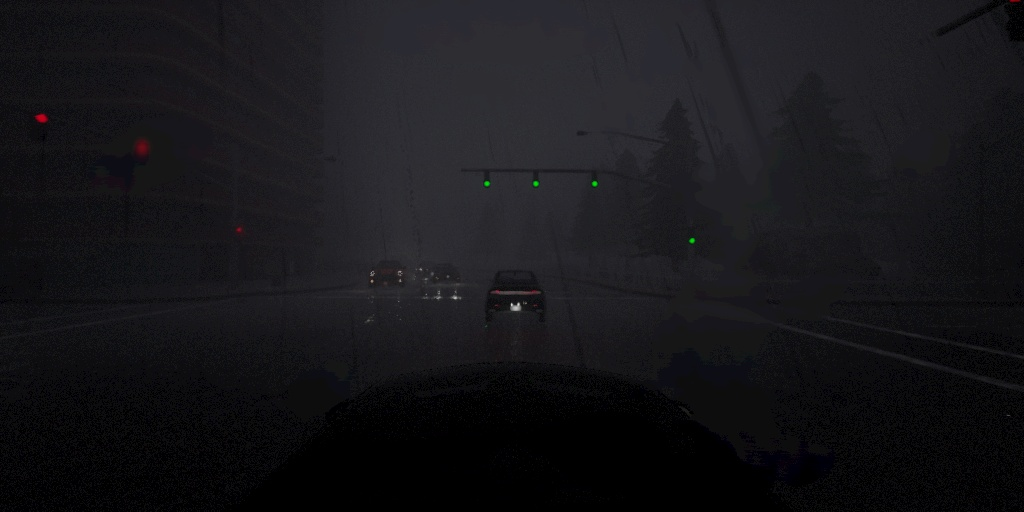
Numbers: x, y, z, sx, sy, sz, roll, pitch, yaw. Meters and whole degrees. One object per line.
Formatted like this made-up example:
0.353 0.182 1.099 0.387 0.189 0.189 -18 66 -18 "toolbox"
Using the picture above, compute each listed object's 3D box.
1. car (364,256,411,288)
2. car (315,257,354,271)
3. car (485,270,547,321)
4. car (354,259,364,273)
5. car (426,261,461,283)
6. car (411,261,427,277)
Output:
-8.003 1.051 23.509 2.097 1.767 4.553 0 0 -13 "car"
-23.332 1.228 46.976 5.357 1.411 2.033 0 0 34 "car"
0.095 1.236 12.410 2.128 1.511 4.902 0 0 0 "car"
-15.566 1.292 39.839 1.895 1.301 4.718 0 0 -40 "car"
-5.122 1.269 27.163 1.994 1.385 4.181 0 0 -18 "car"
-8.183 1.228 34.961 1.812 1.442 4.674 0 0 -29 "car"
